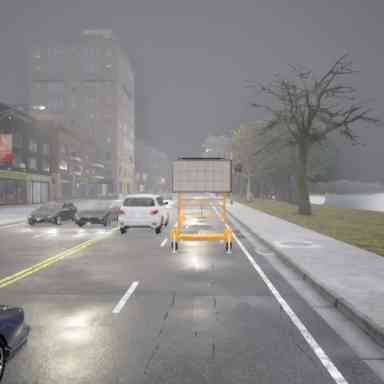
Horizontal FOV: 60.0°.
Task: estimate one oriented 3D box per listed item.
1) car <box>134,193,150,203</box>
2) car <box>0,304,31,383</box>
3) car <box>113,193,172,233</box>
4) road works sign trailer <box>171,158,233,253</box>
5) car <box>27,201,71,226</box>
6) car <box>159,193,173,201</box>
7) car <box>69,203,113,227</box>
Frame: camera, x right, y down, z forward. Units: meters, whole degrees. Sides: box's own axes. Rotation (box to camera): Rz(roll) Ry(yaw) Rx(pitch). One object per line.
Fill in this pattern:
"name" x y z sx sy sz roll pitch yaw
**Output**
"car" -8.324 1.032 56.011 1.882 1.535 5.008 0 1 2
"car" -3.059 1.547 1.888 2.033 1.411 5.357 0 0 1
"car" -2.612 1.139 19.044 2.150 2.045 5.566 0 1 1
"road works sign trailer" 0.391 0.420 13.456 2.380 3.560 2.880 0 0 2
"car" -9.223 1.393 22.501 1.837 1.490 4.892 0 0 2
"car" -4.839 0.953 63.493 2.128 1.511 4.902 0 1 2
"car" -5.983 1.438 22.093 2.033 1.411 5.357 0 0 2
